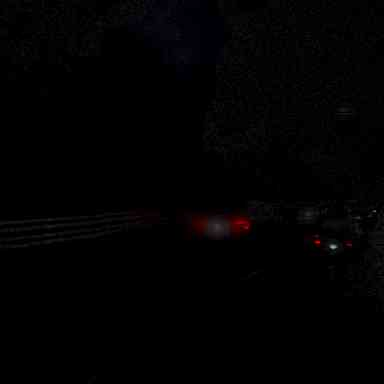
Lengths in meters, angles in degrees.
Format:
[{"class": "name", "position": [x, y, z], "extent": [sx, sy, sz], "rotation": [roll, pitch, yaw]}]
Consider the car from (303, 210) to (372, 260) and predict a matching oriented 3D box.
[{"class": "car", "position": [5.931, 1.663, 13.232], "extent": [1.812, 1.442, 4.674], "rotation": [0, 0, 30]}]

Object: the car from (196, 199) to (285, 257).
[{"class": "car", "position": [2.218, 1.328, 13.800], "extent": [2.150, 2.045, 5.566], "rotation": [0, 0, 30]}]

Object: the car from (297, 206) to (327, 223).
[{"class": "car", "position": [10.135, 1.832, 27.568], "extent": [1.994, 1.385, 4.181], "rotation": [0, 0, 31]}]

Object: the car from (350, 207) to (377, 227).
[{"class": "car", "position": [13.075, 1.851, 25.667], "extent": [1.994, 1.385, 4.181], "rotation": [0, 0, 31]}]
